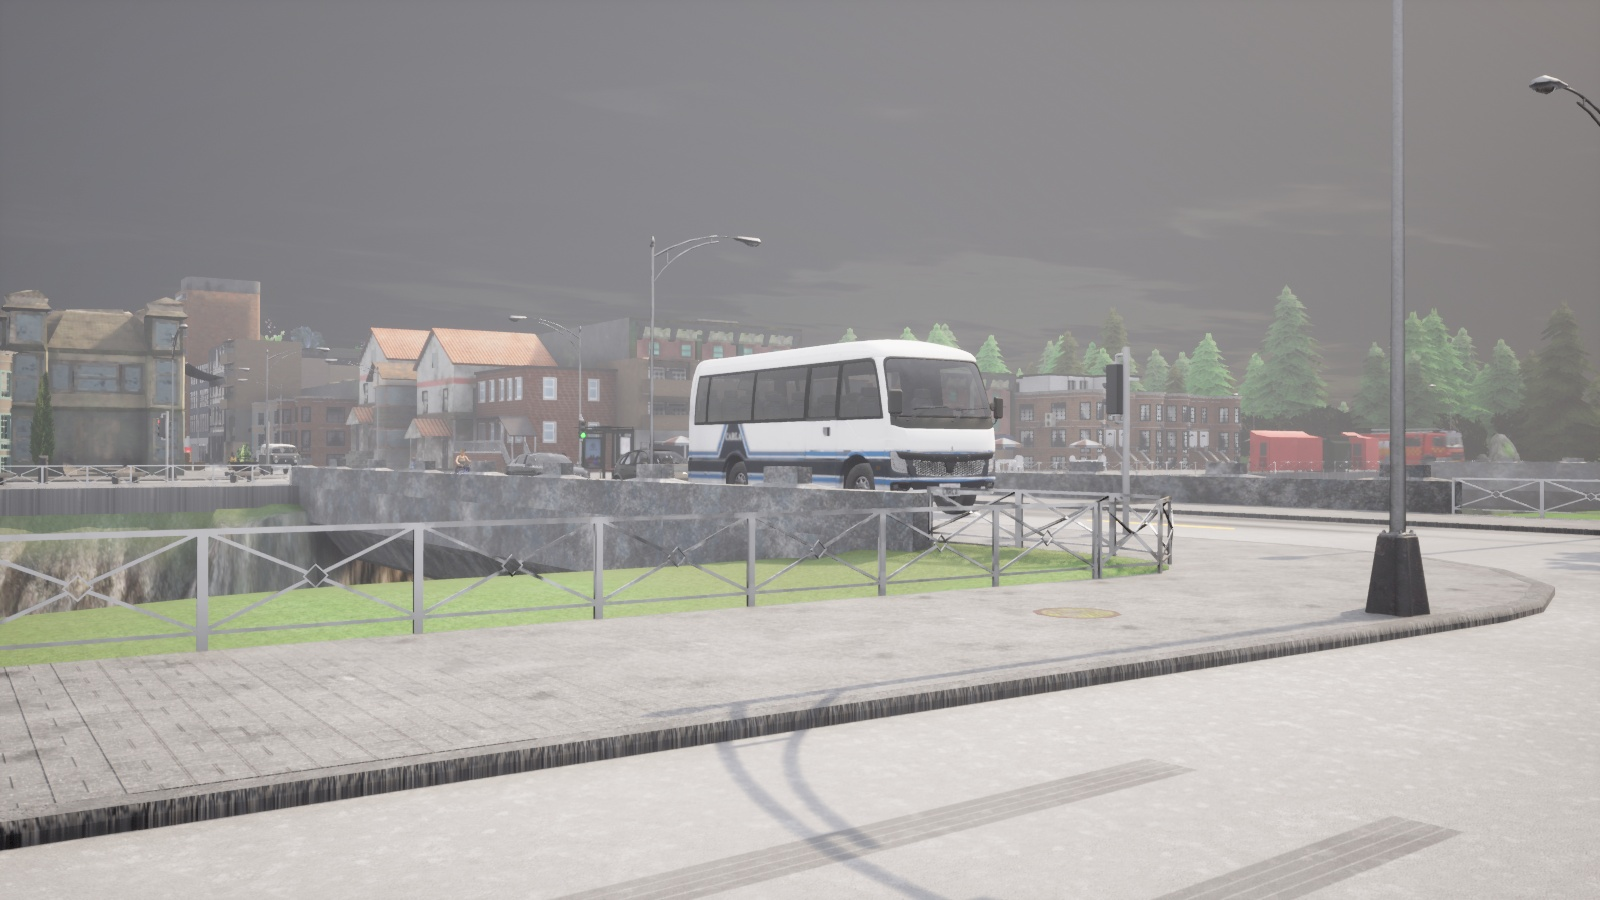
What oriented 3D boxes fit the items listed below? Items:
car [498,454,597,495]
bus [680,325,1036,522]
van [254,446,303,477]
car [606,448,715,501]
[{"bbox_3d":[-9.613,0.886,47.507,1.837,1.490,4.892,0,0,-36],"label":"car"},{"bbox_3d":[1.029,-0.554,32.420,3.944,4.253,10.273,0,0,-33],"label":"bus"},{"bbox_3d":[-34.689,0.746,83.502,2.069,2.038,4.480,0,0,-35],"label":"van"},{"bbox_3d":[-4.535,0.751,40.350,1.851,1.617,3.988,0,0,-33],"label":"car"}]
